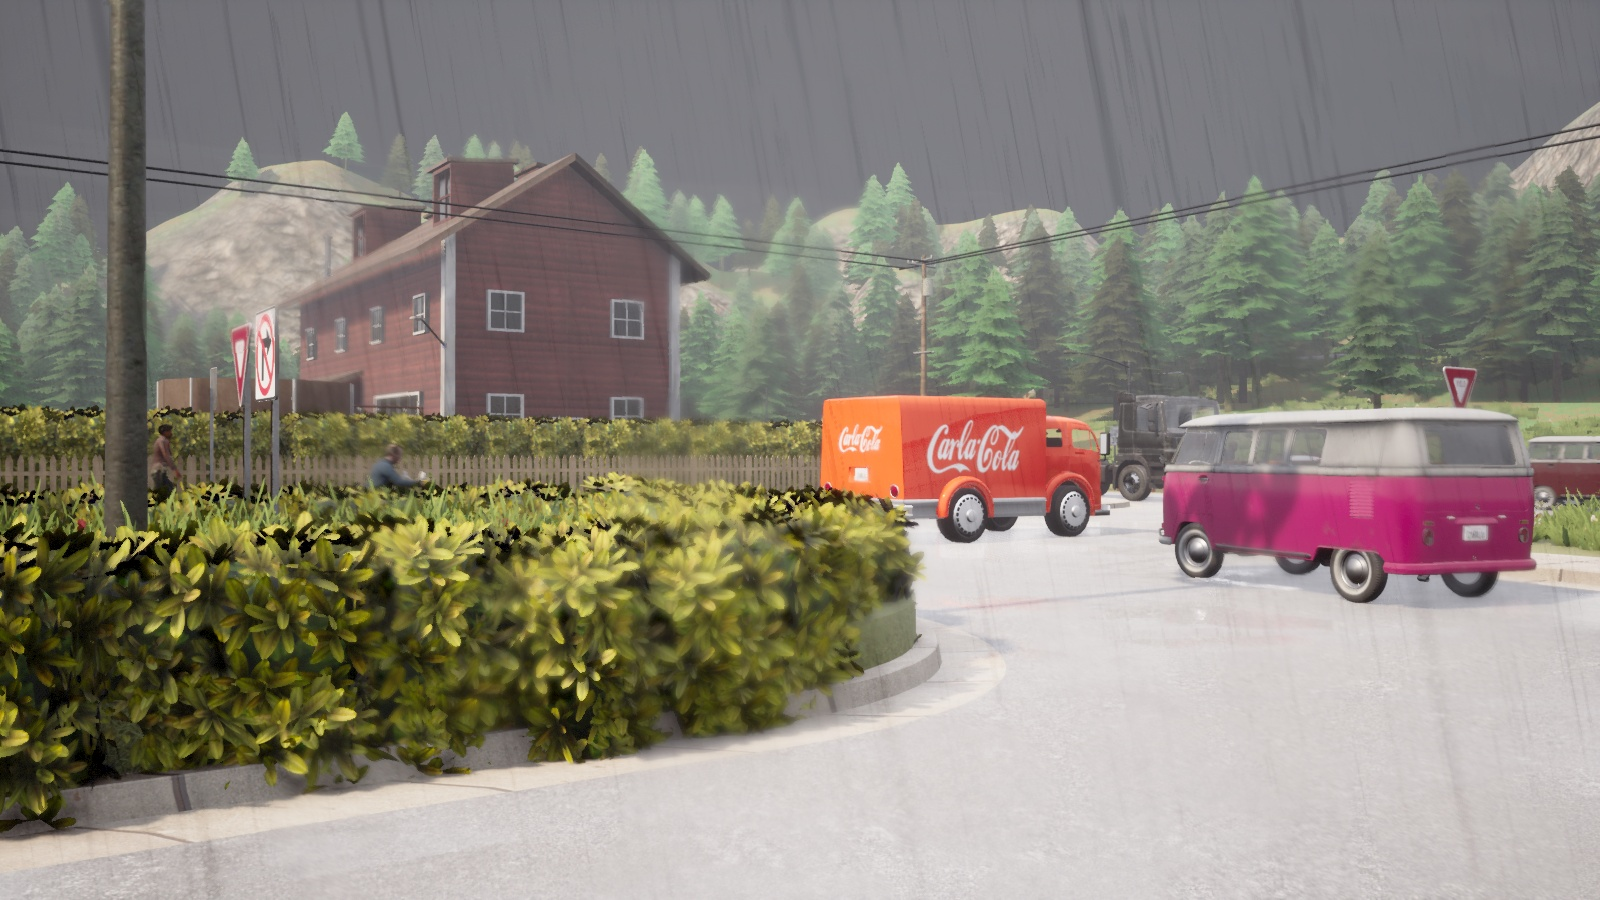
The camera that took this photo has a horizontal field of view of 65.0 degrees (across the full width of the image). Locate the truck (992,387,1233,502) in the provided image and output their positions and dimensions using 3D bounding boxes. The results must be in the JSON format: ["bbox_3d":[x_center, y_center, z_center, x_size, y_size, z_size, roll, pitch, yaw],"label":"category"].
[{"bbox_3d":[10.250,-0.156,42.166,2.891,3.462,7.936,0,0,-34],"label":"truck"}]

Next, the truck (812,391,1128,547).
[{"bbox_3d":[3.097,0.306,22.485,5.204,2.467,2.627,0,0,-35],"label":"truck"}]

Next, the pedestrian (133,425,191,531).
[{"bbox_3d":[-11.085,0.477,21.822,0.869,1.805,0.328,0,0,-35],"label":"pedestrian"}]

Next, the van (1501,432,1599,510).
[{"bbox_3d":[20.968,0.533,32.652,1.775,1.987,4.442,0,0,-34],"label":"van"}]

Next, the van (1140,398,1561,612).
[{"bbox_3d":[5.870,0.520,14.076,1.775,1.987,4.442,0,0,-19],"label":"van"}]
